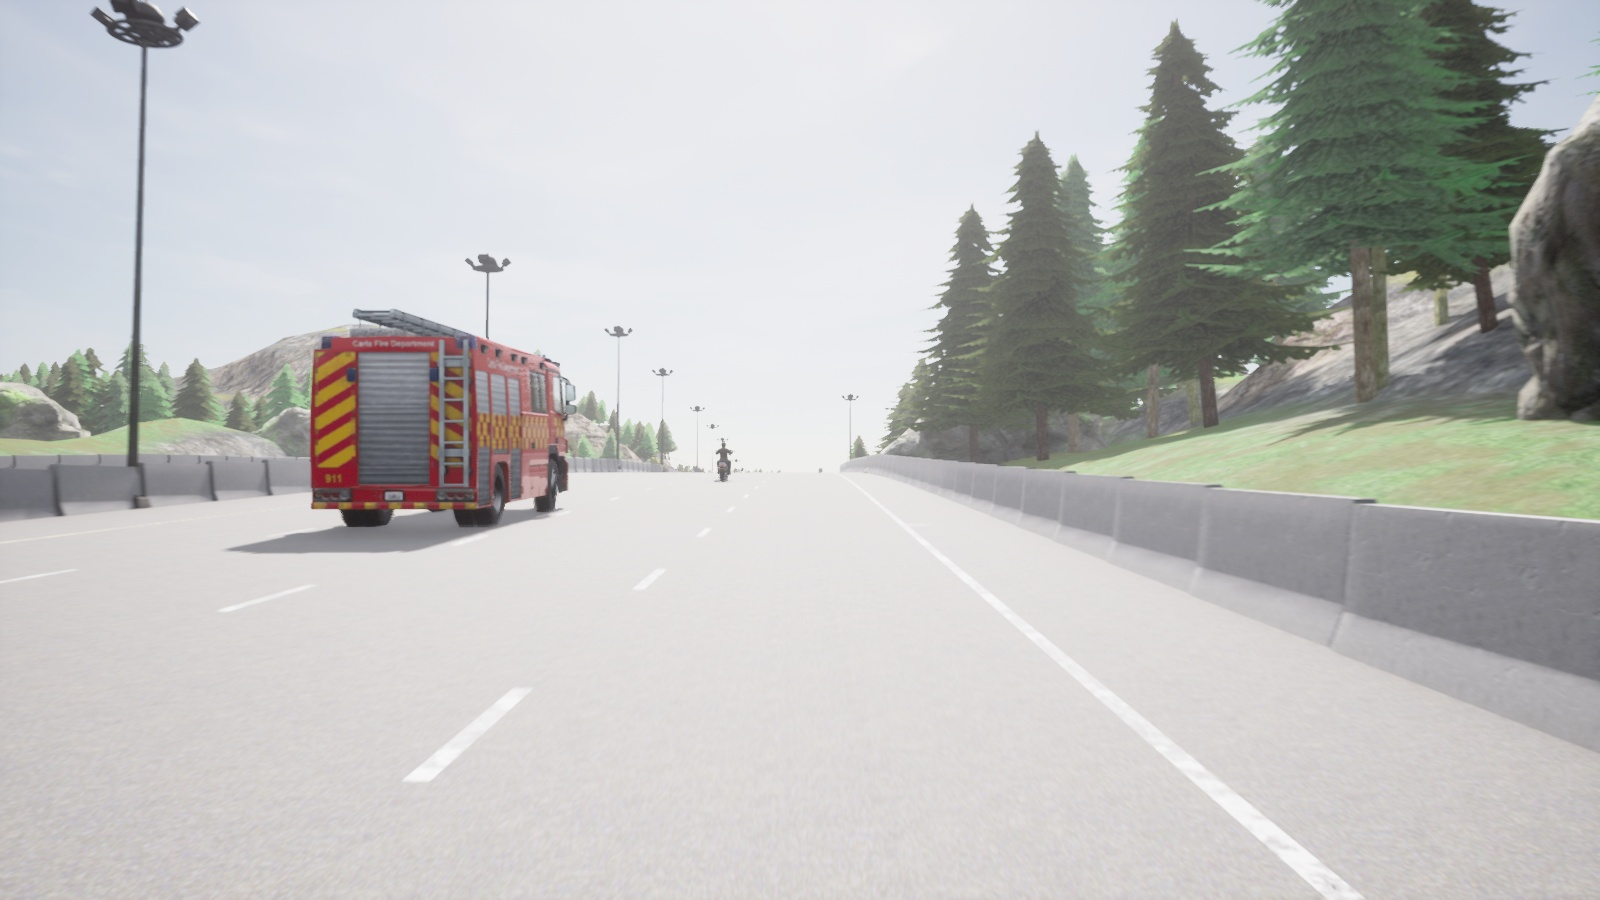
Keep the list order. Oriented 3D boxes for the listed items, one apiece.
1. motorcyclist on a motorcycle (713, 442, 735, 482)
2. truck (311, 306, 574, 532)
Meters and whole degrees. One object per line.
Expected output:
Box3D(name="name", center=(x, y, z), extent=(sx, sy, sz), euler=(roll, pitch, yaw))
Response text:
Box3D(name="motorcyclist on a motorcycle", center=(-3.184, 0.486, 52.709), extent=(0.766, 1.649, 2.350), euler=(0, 0, 0))
Box3D(name="truck", center=(-6.838, -0.547, 25.570), extent=(2.891, 3.827, 8.468), euler=(0, 0, 0))
